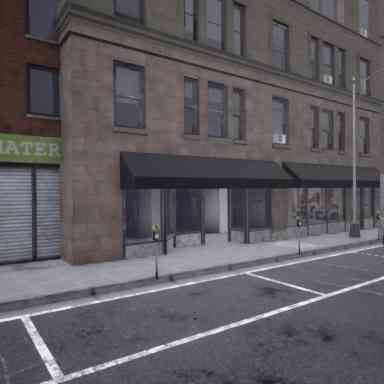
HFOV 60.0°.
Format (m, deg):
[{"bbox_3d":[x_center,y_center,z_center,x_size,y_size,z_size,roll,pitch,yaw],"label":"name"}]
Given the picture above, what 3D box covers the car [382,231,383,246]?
[{"bbox_3d":[9.266,1.540,13.185,4.507,1.381,1.887,0,-1,-36],"label":"car"}]
